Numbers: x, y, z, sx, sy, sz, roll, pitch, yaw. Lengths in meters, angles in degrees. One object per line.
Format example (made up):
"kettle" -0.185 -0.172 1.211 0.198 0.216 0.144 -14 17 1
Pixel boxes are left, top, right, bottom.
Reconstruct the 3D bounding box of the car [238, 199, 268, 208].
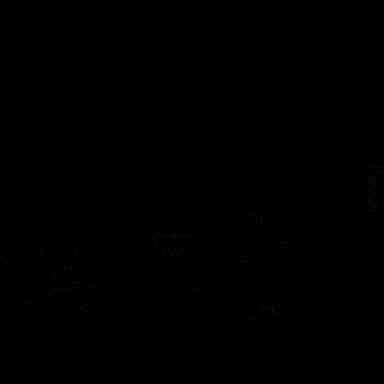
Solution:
"car" 9.770 1.803 53.556 1.752 1.417 4.829 -1 0 -36

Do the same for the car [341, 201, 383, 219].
"car" 16.148 1.726 29.970 1.802 1.307 4.206 -1 0 -36

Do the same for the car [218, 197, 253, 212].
"car" 6.235 1.627 43.832 2.192 1.841 5.009 -1 0 -36

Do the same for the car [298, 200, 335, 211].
"car" 16.474 1.736 44.176 1.947 1.339 4.313 -1 0 -36

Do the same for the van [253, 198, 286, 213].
"van" 9.538 1.599 39.212 1.690 1.788 3.998 -1 0 -36

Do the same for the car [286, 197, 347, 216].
"car" 12.840 1.517 34.591 2.192 1.841 5.009 -1 0 -36

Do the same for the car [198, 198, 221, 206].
"car" 3.265 1.929 62.658 2.008 1.369 4.403 -1 0 -36

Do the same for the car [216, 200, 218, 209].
"car" 2.938 1.915 48.454 2.008 1.369 4.403 -1 0 -36

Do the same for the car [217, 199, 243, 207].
"car" 6.567 1.872 58.037 1.887 1.381 4.507 -1 0 -36

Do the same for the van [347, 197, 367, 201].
"van" 19.771 1.455 39.555 1.690 1.788 3.998 -1 0 -36
